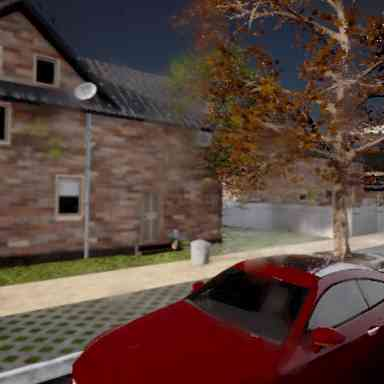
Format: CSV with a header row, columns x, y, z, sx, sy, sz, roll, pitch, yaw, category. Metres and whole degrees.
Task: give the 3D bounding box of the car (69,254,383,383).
x,y,z,sx,sy,sz,roll,pitch,yaw,category
1.049,1.530,3.808,4.674,1.442,1.812,0,0,-35,car
